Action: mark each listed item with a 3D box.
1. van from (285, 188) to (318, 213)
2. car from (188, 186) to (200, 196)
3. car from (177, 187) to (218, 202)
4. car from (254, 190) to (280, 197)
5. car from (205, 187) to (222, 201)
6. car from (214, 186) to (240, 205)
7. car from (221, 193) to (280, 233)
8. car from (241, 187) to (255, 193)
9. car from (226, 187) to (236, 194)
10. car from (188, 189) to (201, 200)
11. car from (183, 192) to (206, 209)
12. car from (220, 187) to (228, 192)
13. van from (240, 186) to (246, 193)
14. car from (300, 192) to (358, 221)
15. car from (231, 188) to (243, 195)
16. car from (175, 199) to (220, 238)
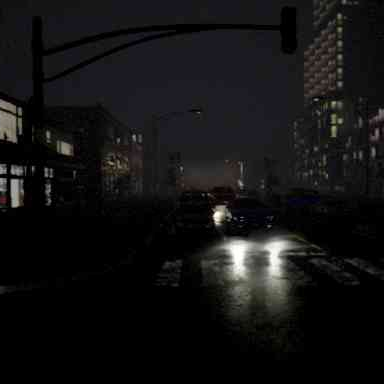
[{"bbox_3d":[8.589,0.621,26.187,1.690,1.788,3.998,0,1,0],"label":"van"},{"bbox_3d":[0.431,-0.248,65.079,2.192,1.841,5.009,0,1,0],"label":"car"},{"bbox_3d":[0.177,0.813,20.684,2.192,1.841,5.009,0,1,0],"label":"car"},{"bbox_3d":[8.653,0.565,37.290,2.008,1.369,4.403,0,1,0],"label":"car"},{"bbox_3d":[2.970,0.206,46.444,2.097,1.767,4.553,-1,1,1],"label":"car"},{"bbox_3d":[2.823,0.452,30.846,2.150,2.045,5.566,-1,1,1],"label":"car"},{"bbox_3d":[2.742,1.043,16.720,1.882,1.535,5.008,-1,1,0],"label":"car"},{"bbox_3d":[8.717,0.315,48.389,1.947,1.339,4.313,0,1,0],"label":"car"},{"bbox_3d":[8.876,-0.347,76.136,1.947,1.339,4.313,0,1,0],"label":"car"},{"bbox_3d":[0.336,0.364,48.266,1.752,1.417,4.829,0,1,0],"label":"car"},{"bbox_3d":[0.242,0.783,31.789,2.008,1.369,4.403,0,1,0],"label":"car"},{"bbox_3d":[8.973,-0.787,92.953,1.752,1.417,4.829,0,1,0],"label":"car"},{"bbox_3d":[8.780,-0.175,59.482,1.690,1.788,3.998,0,1,0],"label":"van"},{"bbox_3d":[8.559,0.933,20.811,1.752,1.417,4.829,0,1,0],"label":"car"},{"bbox_3d":[8.814,-0.127,65.206,1.752,1.417,4.829,0,1,0],"label":"car"},{"bbox_3d":[0.147,1.212,15.141,1.802,1.307,4.206,0,1,0],"label":"car"}]
